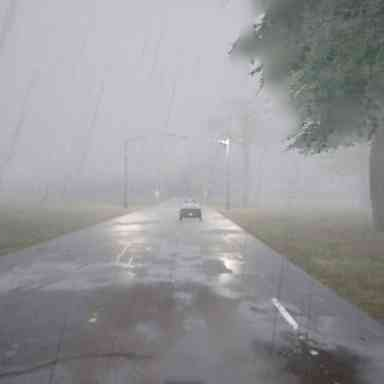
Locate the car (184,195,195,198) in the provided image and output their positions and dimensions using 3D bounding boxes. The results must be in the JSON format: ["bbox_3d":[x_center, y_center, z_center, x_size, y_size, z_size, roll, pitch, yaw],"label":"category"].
[{"bbox_3d":[-0.430,1.612,57.613,2.150,2.045,5.566,0,-2,-1],"label":"car"}]

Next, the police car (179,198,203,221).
[{"bbox_3d":[-0.093,1.606,29.287,1.930,1.638,5.238,0,0,0],"label":"police car"}]
